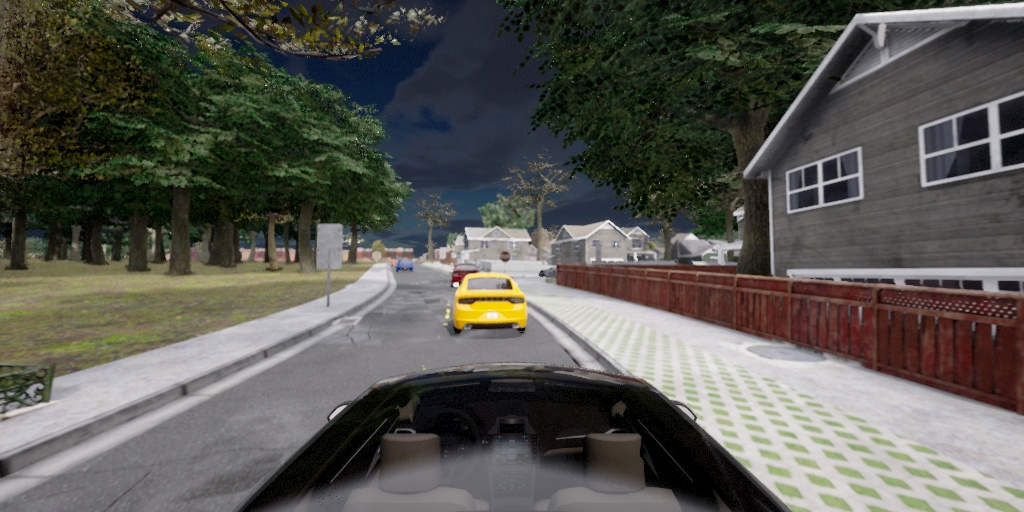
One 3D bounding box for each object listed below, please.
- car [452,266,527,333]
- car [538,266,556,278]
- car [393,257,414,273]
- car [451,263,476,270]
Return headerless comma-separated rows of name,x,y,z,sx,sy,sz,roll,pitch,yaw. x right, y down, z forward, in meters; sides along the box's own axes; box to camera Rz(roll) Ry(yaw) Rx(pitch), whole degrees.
car,-0.762,1.246,10.885,1.882,1.535,5.008,0,0,-7
car,4.791,1.613,36.246,4.181,1.385,1.994,1,-3,-19
car,-12.596,1.100,41.948,1.882,1.535,5.008,1,0,-19
car,-3.168,1.247,24.822,1.882,1.535,5.008,1,0,-8
